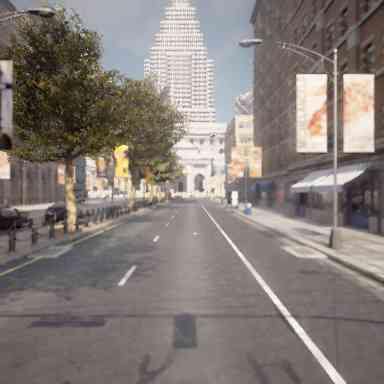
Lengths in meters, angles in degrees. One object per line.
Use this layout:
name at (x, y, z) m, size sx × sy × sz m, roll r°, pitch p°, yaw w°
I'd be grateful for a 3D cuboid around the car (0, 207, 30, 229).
car at (-11.573, 1.594, 19.690) m, size 2.033 × 1.411 × 5.357 m, roll 0°, pitch 0°, yaw 0°

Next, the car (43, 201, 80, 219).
car at (-11.538, 1.574, 29.829) m, size 1.837 × 1.490 × 4.892 m, roll 0°, pitch 0°, yaw 1°

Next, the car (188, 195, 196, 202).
car at (0.026, 1.726, 82.587) m, size 2.033 × 1.411 × 5.357 m, roll 0°, pitch 0°, yaw 0°

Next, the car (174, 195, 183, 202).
car at (-3.474, 1.711, 82.589) m, size 2.128 × 1.511 × 4.902 m, roll 0°, pitch 0°, yaw 0°

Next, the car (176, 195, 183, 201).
car at (-3.470, 1.567, 92.956) m, size 1.882 × 1.535 × 5.008 m, roll 0°, pitch 0°, yaw 0°

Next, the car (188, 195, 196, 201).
car at (0.030, 1.616, 92.964) m, size 2.128 × 1.511 × 4.902 m, roll 0°, pitch 0°, yaw 0°
